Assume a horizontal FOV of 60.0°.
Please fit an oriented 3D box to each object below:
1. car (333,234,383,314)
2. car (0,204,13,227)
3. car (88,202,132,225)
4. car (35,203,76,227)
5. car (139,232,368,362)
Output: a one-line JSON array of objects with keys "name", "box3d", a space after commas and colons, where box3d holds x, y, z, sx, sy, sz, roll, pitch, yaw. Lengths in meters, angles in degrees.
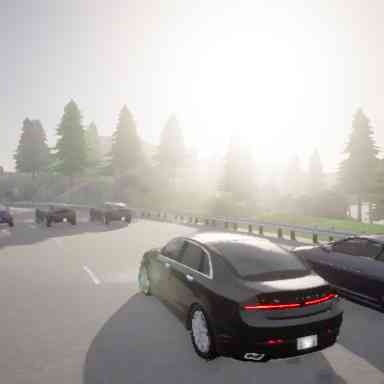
[{"name": "car", "box3d": [3.811, 1.563, 6.964, 1.994, 1.385, 4.181, 0, 0, -22]}, {"name": "car", "box3d": [-13.197, 1.524, 22.134, 1.812, 1.442, 4.674, 0, 0, -37]}, {"name": "car", "box3d": [-6.027, 1.503, 24.175, 1.837, 1.490, 4.892, 0, 0, -36]}, {"name": "car", "box3d": [-9.514, 1.504, 23.036, 1.837, 1.490, 4.892, 0, 0, -37]}, {"name": "car", "box3d": [0.400, 1.504, 6.117, 1.837, 1.490, 4.892, 0, 0, -23]}]
